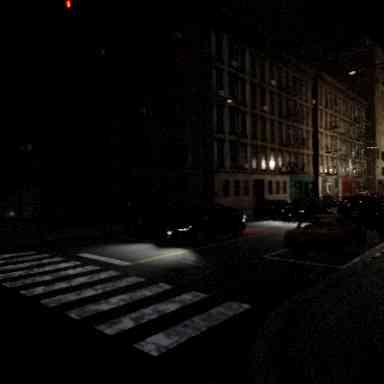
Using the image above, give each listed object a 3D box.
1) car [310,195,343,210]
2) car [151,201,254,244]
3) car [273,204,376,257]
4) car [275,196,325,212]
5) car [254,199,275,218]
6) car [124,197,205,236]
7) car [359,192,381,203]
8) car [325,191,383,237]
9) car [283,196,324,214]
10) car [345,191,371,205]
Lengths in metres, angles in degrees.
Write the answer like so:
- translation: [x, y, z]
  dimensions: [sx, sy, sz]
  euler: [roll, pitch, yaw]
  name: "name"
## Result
- translation: [13.921, 1.061, 34.303]
  dimensions: [1.802, 1.307, 4.206]
  euler: [-1, 1, 41]
  name: "car"
- translation: [0.666, 1.389, 15.472]
  dimensions: [1.837, 1.490, 4.892]
  euler: [-1, 1, 42]
  name: "car"
- translation: [5.001, 1.361, 12.090]
  dimensions: [1.752, 1.417, 4.829]
  euler: [-1, 1, 41]
  name: "car"
- translation: [8.056, 1.204, 23.831]
  dimensions: [1.812, 1.442, 4.674]
  euler: [-1, 1, 41]
  name: "car"
- translation: [6.402, 1.256, 25.794]
  dimensions: [1.947, 1.339, 4.313]
  euler: [-1, 1, 41]
  name: "car"
- translation: [-1.121, 1.216, 17.283]
  dimensions: [2.192, 1.841, 5.009]
  euler: [-1, 1, 41]
  name: "car"
- translation: [25.200, 0.742, 47.066]
  dimensions: [1.802, 1.307, 4.206]
  euler: [-1, 1, 41]
  name: "car"
- translation: [8.646, 1.048, 16.215]
  dimensions: [2.192, 1.841, 5.009]
  euler: [-1, 1, 41]
  name: "car"
- translation: [10.161, 1.130, 30.048]
  dimensions: [1.887, 1.381, 4.507]
  euler: [-1, 1, 41]
  name: "car"
- translation: [21.438, 0.707, 42.810]
  dimensions: [1.967, 1.590, 4.097]
  euler: [-1, 1, 41]
  name: "car"
